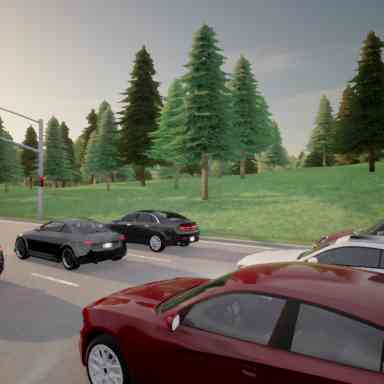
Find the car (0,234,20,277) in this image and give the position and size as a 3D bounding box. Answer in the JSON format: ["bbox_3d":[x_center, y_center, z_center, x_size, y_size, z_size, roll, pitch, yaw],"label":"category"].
[{"bbox_3d":[-6.595,1.526,8.590,4.674,1.442,1.812,0,0,36],"label":"car"}]

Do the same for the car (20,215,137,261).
[{"bbox_3d":[-4.129,1.564,11.118,4.181,1.385,1.994,0,0,36],"label":"car"}]

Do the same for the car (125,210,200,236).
[{"bbox_3d":[-1.951,1.505,13.865,4.892,1.490,1.837,0,0,36],"label":"car"}]

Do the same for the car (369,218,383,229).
[{"bbox_3d":[5.524,1.352,8.647,4.553,1.767,2.097,0,0,36],"label":"car"}]

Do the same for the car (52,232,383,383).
[{"bbox_3d":[0.922,1.478,3.332,5.008,1.535,1.882,0,0,36],"label":"car"}]

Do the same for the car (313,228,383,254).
[{"bbox_3d":[3.047,1.526,6.114,4.674,1.442,1.812,0,0,35],"label":"car"}]
